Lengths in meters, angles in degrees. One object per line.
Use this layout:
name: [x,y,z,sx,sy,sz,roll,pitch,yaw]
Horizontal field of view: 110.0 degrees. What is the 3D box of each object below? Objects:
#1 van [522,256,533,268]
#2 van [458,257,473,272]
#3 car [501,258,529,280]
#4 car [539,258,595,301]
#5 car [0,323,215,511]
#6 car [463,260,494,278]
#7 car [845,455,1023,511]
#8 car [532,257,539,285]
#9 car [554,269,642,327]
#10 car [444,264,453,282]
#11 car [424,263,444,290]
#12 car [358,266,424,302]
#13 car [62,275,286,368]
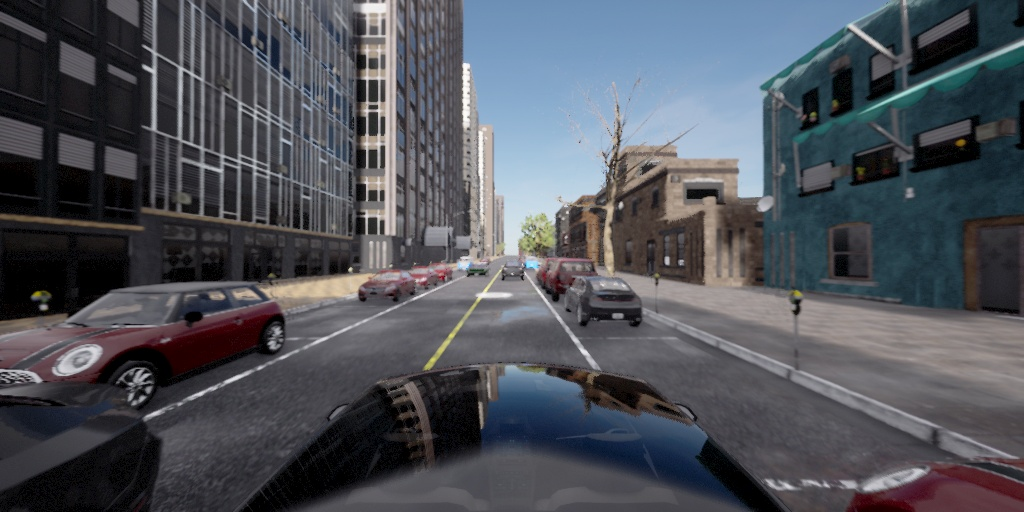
van: [2.668,0.986,50.145,1.690,1.789,3.998,0,0,0]
van: [-5.710,1.004,44.594,1.690,1.789,3.998,0,0,0]
car: [0.075,1.191,30.415,2.128,1.511,4.902,0,0,0]
car: [2.685,1.041,16.863,2.192,1.841,5.009,0,0,0]
car: [-3.097,1.258,0.159,1.837,1.490,4.892,0,0,0]
car: [-3.047,1.294,33.255,1.895,1.301,4.718,0,0,1]
car: [2.693,1.191,0.225,1.967,1.591,4.097,0,0,0]
car: [2.682,1.030,22.412,2.192,1.841,5.009,0,0,0]
car: [2.688,1.286,11.317,2.007,1.370,4.403,0,0,0]
car: [-5.702,1.251,27.953,1.888,1.381,4.507,0,0,0]
car: [-5.699,1.300,22.407,1.802,1.307,4.207,0,0,0]
car: [-5.697,1.310,16.858,1.802,1.307,4.207,0,0,0]
car: [-5.691,1.186,5.766,1.967,1.591,4.097,0,0,0]
